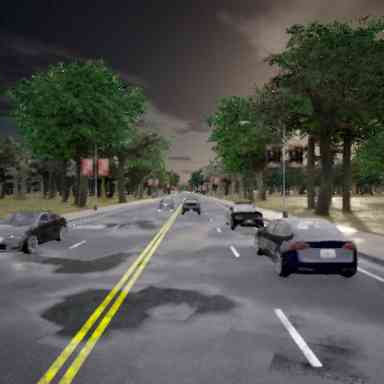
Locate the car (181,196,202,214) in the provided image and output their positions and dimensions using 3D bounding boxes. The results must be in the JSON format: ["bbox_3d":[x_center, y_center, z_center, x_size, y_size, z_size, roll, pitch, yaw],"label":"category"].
[{"bbox_3d":[-0.077,1.516,35.002,1.837,1.490,4.892,0,0,0],"label":"car"}]

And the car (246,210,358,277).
[{"bbox_3d":[3.245,1.508,10.281,2.163,1.488,4.792,0,0,0],"label":"car"}]

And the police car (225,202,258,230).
[{"bbox_3d":[3.228,1.433,21.366,1.930,1.638,5.238,0,0,0],"label":"police car"}]

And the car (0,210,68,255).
[{"bbox_3d":[-6.610,1.496,13.428,2.128,1.511,4.902,0,0,0],"label":"car"}]

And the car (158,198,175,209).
[{"bbox_3d":[-3.349,1.517,44.258,2.128,1.511,4.902,0,0,0],"label":"car"}]

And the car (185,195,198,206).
[{"bbox_3d":[-0.055,1.363,54.828,2.097,1.767,4.553,0,0,0],"label":"car"}]

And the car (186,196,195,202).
[{"bbox_3d":[-0.275,1.558,73.754,1.994,1.385,4.181,0,0,0],"label":"car"}]
